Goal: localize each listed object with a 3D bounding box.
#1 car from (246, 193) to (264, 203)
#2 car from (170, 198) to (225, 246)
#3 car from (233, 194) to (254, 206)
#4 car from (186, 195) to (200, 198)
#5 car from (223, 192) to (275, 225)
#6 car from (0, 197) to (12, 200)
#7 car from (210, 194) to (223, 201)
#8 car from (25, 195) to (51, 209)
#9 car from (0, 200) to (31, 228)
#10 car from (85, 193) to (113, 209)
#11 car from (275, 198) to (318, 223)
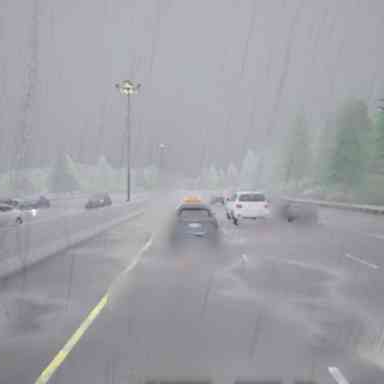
[{"bbox_3d":[10.478,0.960,55.799,2.033,1.411,5.357,0,1,0],"label":"car"},{"bbox_3d":[0.094,1.276,14.430,2.033,1.649,4.856,0,0,0],"label":"car"},{"bbox_3d":[6.985,1.010,45.752,2.128,1.511,4.902,0,1,0],"label":"car"},{"bbox_3d":[0.085,1.098,35.941,1.882,1.535,5.008,0,1,0],"label":"car"},{"bbox_3d":[3.591,0.986,22.178,2.150,2.045,5.566,0,0,0],"label":"car"},{"bbox_3d":[-21.083,1.216,36.327,1.895,1.301,4.718,0,1,0],"label":"car"},{"bbox_3d":[3.485,1.022,45.997,1.837,1.490,4.892,0,1,0],"label":"car"},{"bbox_3d":[-17.578,1.129,37.521,1.812,1.442,4.674,0,1,0],"label":"car"},{"bbox_3d":[-10.603,1.340,17.403,1.812,1.442,4.674,0,0,0],"label":"car"},{"bbox_3d":[-10.579,0.950,38.002,2.097,1.767,4.553,0,1,0],"label":"car"},{"bbox_3d":[7.090,1.321,22.999,1.994,1.385,4.181,0,1,0],"label":"car"}]
